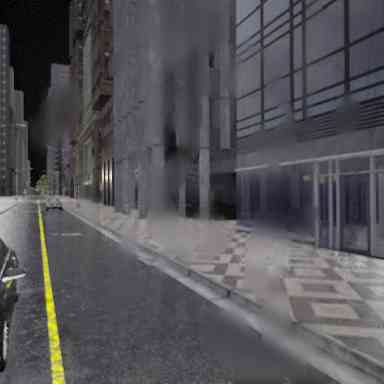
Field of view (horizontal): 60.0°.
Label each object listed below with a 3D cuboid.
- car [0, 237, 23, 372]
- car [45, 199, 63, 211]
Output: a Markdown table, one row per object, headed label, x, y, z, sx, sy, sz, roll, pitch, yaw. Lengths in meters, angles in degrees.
| label | x | y | z | sx | sy | sz | roll | pitch | yaw |
| --- | --- | --- | --- | --- | --- | --- | --- | --- | --- |
| car | -3.813 | 1.506 | 5.183 | 1.837 | 1.490 | 4.892 | 0 | 0 | -25 |
| car | -16.923 | 1.549 | 40.734 | 2.033 | 1.411 | 5.357 | 0 | 0 | -25 |
